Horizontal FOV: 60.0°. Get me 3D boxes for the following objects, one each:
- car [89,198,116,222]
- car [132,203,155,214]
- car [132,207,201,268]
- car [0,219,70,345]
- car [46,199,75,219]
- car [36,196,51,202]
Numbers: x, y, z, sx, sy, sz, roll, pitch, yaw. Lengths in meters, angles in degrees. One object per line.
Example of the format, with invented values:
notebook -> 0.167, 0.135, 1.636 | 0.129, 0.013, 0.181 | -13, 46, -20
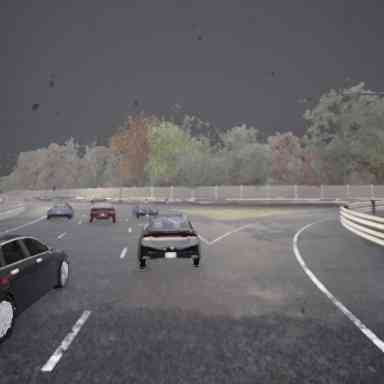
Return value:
car -> -7.109, 1.512, 26.654 | 1.882, 1.535, 5.008 | 0, 0, -14
car -> -4.311, 1.625, 29.831 | 1.895, 1.301, 4.718 | 0, 0, -16
car -> -0.838, 1.497, 11.412 | 2.128, 1.511, 4.902 | 0, 0, -6
car -> -3.804, 1.521, 6.286 | 1.837, 1.490, 4.892 | 0, 0, -4
car -> -11.467, 1.617, 29.219 | 1.994, 1.385, 4.181 | 0, 0, -16
car -> -37.272, 1.764, 83.305 | 4.718, 1.301, 1.895 | 0, 0, 40
